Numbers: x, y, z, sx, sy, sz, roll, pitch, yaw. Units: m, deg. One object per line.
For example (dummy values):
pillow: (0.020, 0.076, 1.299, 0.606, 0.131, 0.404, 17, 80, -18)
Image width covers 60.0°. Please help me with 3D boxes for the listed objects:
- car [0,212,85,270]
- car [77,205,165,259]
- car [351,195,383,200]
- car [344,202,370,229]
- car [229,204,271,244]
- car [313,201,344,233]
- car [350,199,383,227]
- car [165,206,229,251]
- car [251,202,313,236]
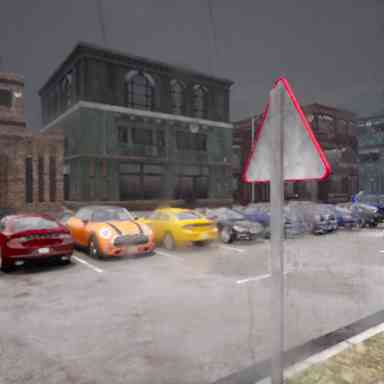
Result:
car: (-5.480, 1.452, 11.107, 2.097, 1.535, 5.008, 0, 0, -35)
car: (-3.238, 1.330, 12.749, 2.185, 1.767, 4.553, 0, 0, -35)
car: (14.905, 1.262, 25.601, 2.435, 2.045, 5.566, 0, 0, -35)
car: (8.099, 1.523, 20.784, 2.002, 1.452, 4.674, 0, 0, -35)
car: (1.304, 1.465, 15.954, 2.231, 1.521, 4.892, 0, 0, -35)
car: (5.853, 1.350, 19.149, 2.185, 1.767, 4.553, 0, 0, -35)
car: (10.365, 1.493, 22.394, 2.231, 1.521, 4.892, 0, 0, -35)
car: (-0.952, 1.459, 14.334, 2.097, 1.535, 5.008, 0, 0, -36)
car: (3.588, 1.343, 17.535, 2.185, 1.767, 4.553, 0, 0, -35)
